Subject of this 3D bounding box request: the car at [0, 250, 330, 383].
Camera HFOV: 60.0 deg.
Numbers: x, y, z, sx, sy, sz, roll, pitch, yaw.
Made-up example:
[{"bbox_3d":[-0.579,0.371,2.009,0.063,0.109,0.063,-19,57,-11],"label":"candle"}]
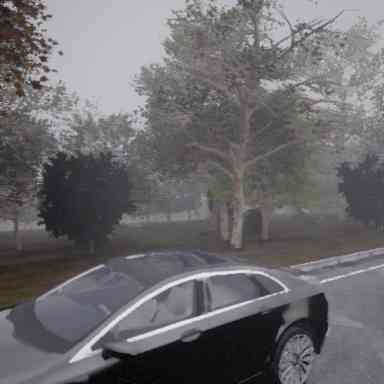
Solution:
[{"bbox_3d":[-0.483,1.492,3.648,4.902,1.511,2.128,0,0,-36],"label":"car"}]
